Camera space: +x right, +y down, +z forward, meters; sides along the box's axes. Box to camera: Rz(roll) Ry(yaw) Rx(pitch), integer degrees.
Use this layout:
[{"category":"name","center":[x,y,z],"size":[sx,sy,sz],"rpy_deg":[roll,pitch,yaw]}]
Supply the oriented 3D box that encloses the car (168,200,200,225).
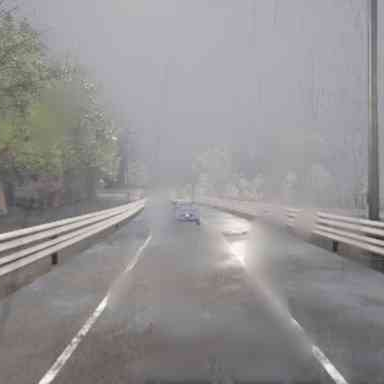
[{"category":"car","center":[-0.504,1.545,23.913],"size":[2.033,1.411,5.357],"rpy_deg":[0,0,-4]}]

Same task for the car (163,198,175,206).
[{"category":"car","center":[-3.612,1.565,53.573],"size":[1.895,1.301,4.718],"rpy_deg":[0,0,-9]}]
